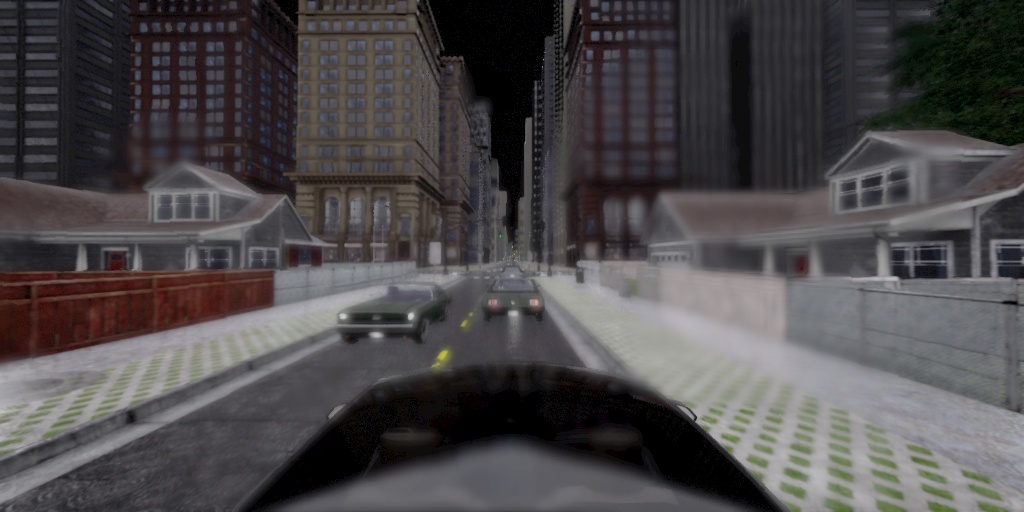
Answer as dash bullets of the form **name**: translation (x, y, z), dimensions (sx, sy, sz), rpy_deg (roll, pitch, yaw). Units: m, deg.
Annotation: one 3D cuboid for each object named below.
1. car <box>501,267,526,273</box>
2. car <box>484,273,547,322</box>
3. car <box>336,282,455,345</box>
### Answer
- **car**: translation (0.100, 1.509, 27.661), dimensions (1.994, 1.385, 4.181), rpy_deg (0, 0, 0)
- **car**: translation (0.100, 1.430, 12.673), dimensions (1.895, 1.301, 4.718), rpy_deg (0, 0, 0)
- **car**: translation (-2.848, 1.409, 9.813), dimensions (1.895, 1.301, 4.718), rpy_deg (0, 0, 0)
